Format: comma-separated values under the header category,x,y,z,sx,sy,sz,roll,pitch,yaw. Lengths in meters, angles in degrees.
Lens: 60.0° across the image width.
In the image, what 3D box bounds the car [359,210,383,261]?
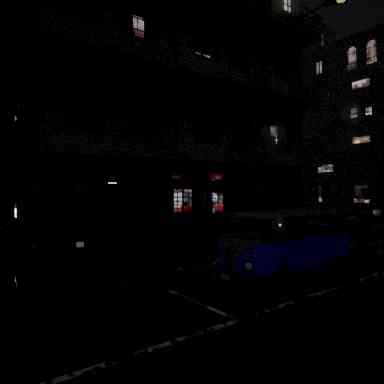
category,x,y,z,sx,sy,sz,roll,pitch,yaw
car,6.823,1.546,11.936,4.403,1.369,2.008,0,-1,-37

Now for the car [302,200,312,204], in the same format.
category,x,y,z,sx,sy,sz,roll,pitch,yaw
car,10.306,1.418,32.760,2.128,1.511,4.902,-1,1,-37

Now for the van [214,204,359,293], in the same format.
category,x,y,z,sx,sy,sz,roll,pitch,yaw
van,2.392,1.338,8.546,3.998,1.788,1.690,0,-1,-37

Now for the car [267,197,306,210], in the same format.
category,x,y,z,sx,sy,sz,roll,pitch,yaw
car,11.562,1.351,40.949,1.887,1.381,4.507,-1,1,-37
